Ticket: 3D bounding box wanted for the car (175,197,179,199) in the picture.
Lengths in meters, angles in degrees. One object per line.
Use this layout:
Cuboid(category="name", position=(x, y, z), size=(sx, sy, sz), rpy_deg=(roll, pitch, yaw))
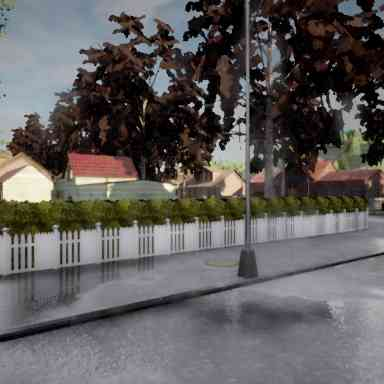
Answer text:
Cuboid(category="car", position=(-3.294, 1.525, 57.280), size=(1.812, 1.442, 4.674), rpy_deg=(0, 0, -35))
